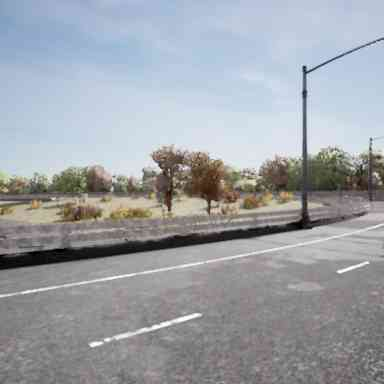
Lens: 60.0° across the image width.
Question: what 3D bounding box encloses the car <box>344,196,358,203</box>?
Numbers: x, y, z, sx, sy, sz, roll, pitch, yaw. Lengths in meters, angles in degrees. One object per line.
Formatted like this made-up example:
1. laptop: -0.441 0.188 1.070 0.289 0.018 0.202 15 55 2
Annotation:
1. car: 40.060 1.794 84.032 2.097 1.767 4.553 0 0 3
